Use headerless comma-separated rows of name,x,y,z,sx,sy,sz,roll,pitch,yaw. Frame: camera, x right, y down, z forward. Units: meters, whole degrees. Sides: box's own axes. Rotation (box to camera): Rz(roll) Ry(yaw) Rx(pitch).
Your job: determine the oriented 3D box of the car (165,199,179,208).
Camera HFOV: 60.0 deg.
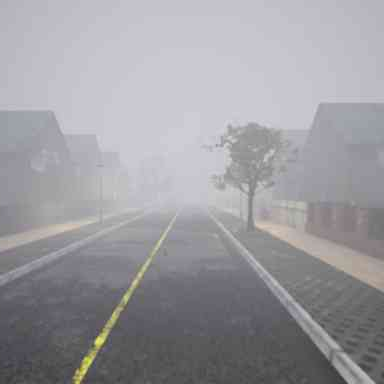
car,-2.944,1.680,49.798,2.033,1.411,5.357,0,0,0
